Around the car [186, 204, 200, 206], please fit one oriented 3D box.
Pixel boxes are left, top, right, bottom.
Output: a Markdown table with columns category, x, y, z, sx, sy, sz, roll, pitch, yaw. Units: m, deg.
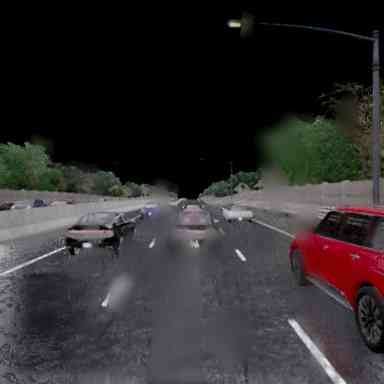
| category | x | y | z | sx | sy | sz | roll | pitch | yaw |
| --- | --- | --- | --- | --- | --- | --- | --- | --- | --- |
| car | 0.099 | 1.707 | 29.021 | 1.994 | 1.385 | 4.181 | 0 | -1 | 0 |

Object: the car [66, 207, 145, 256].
| category | x | y | z | sx | sy | sz | roll | pitch | yaw |
| --- | --- | --- | --- | --- | --- | --- | --- | --- | --- |
| car | -3.405 | 1.533 | 13.272 | 2.128 | 1.511 | 4.902 | 0 | 0 | 0 |

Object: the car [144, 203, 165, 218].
| category | x | y | z | sx | sy | sz | roll | pitch | yaw |
| --- | --- | --- | --- | --- | --- | --- | --- | --- | --- |
| car | -3.400 | 1.674 | 29.616 | 1.812 | 1.442 | 4.674 | 0 | -1 | 0 |

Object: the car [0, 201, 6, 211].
| category | x | y | z | sx | sy | sz | roll | pitch | yaw |
| --- | --- | --- | --- | --- | --- | --- | --- | --- | --- |
| car | -21.086 | 1.714 | 36.133 | 2.128 | 1.511 | 4.902 | 0 | -1 | 0 |

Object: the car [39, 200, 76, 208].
| category | x | y | z | sx | sy | sz | roll | pitch | yaw |
| --- | --- | --- | --- | --- | --- | --- | --- | --- | --- |
| car | -14.088 | 1.694 | 35.770 | 1.882 | 1.535 | 5.008 | 0 | -1 | 0 |

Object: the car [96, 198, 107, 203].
| category | x | y | z | sx | sy | sz | roll | pitch | yaw |
| --- | --- | --- | --- | --- | --- | --- | --- | --- | --- |
| car | -20.987 | 2.092 | 77.507 | 1.812 | 1.442 | 4.674 | 0 | -1 | 0 |

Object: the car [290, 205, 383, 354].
| category | x | y | z | sx | sy | sz | roll | pitch | yaw |
| --- | --- | --- | --- | --- | --- | --- | --- | --- | --- |
| car | 3.577 | 1.242 | 6.256 | 2.150 | 2.045 | 5.566 | 0 | 0 | 0 |

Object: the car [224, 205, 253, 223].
| category | x | y | z | sx | sy | sz | roll | pitch | yaw |
| --- | --- | --- | --- | --- | --- | --- | --- | --- | --- |
| car | 3.598 | 1.725 | 26.950 | 1.895 | 1.301 | 4.718 | 0 | 0 | 0 |

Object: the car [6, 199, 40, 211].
| category | x | y | z | sx | sy | sz | roll | pitch | yaw |
| --- | --- | --- | --- | --- | --- | --- | --- | --- | --- |
| car | -17.586 | 1.573 | 36.079 | 2.097 | 1.767 | 4.553 | 0 | -1 | 0 |

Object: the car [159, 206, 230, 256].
| category | x | y | z | sx | sy | sz | roll | pitch | yaw |
| --- | --- | --- | --- | --- | --- | --- | --- | --- | --- |
| car | 0.095 | 1.533 | 13.240 | 2.128 | 1.511 | 4.902 | 0 | 0 | 0 |
